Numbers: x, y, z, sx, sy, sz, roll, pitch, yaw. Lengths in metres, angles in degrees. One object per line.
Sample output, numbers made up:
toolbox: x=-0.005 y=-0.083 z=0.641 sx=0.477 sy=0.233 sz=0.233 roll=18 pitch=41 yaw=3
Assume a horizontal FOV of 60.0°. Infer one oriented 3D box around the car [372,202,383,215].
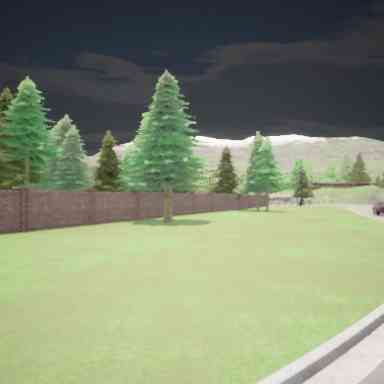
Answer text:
car: x=23.902 y=1.970 z=41.435 sx=2.097 sy=1.767 sz=4.553 roll=0 pitch=-1 yaw=21
